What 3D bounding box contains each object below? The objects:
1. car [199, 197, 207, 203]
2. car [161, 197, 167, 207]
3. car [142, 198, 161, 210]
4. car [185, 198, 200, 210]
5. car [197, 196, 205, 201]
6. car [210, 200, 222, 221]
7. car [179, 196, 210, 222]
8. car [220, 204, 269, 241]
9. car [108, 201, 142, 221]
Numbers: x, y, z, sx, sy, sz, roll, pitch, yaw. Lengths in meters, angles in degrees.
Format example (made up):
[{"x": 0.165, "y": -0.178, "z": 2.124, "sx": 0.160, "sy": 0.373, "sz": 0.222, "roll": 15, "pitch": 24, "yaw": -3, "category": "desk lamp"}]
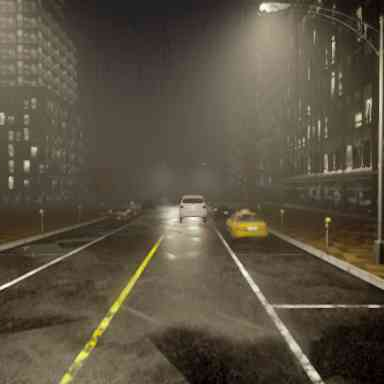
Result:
[{"x": 2.615, "y": 1.872, "z": 78.652, "sx": 1.802, "sy": 1.307, "sz": 4.206, "roll": -1, "pitch": 0, "yaw": 0, "category": "car"}, {"x": -5.747, "y": 1.781, "z": 56.145, "sx": 1.802, "sy": 1.307, "sz": 4.206, "roll": -1, "pitch": 0, "yaw": 0, "category": "car"}, {"x": -5.738, "y": 1.700, "z": 44.895, "sx": 1.887, "sy": 1.381, "sz": 4.507, "roll": -1, "pitch": 0, "yaw": 0, "category": "car"}, {"x": 0.063, "y": 1.637, "z": 46.109, "sx": 1.882, "sy": 1.535, "sz": 5.008, "roll": 0, "pitch": 0, "yaw": 0, "category": "car"}, {"x": 2.600, "y": 1.913, "z": 95.527, "sx": 2.008, "sy": 1.369, "sz": 4.403, "roll": -1, "pitch": 0, "yaw": 0, "category": "car"}, {"x": 2.656, "y": 1.659, "z": 28.027, "sx": 1.947, "sy": 1.339, "sz": 4.313, "roll": -1, "pitch": 0, "yaw": 0, "category": "car"}, {"x": 0.079, "y": 1.314, "z": 27.466, "sx": 2.150, "sy": 2.045, "sz": 5.566, "roll": 0, "pitch": 0, "yaw": 0, "category": "car"}, {"x": 2.665, "y": 1.581, "z": 16.949, "sx": 1.752, "sy": 1.417, "sz": 4.829, "roll": -1, "pitch": 0, "yaw": 0, "category": "car"}, {"x": -5.726, "y": 1.533, "z": 28.021, "sx": 1.967, "sy": 1.590, "sz": 4.097, "roll": -1, "pitch": 0, "yaw": 0, "category": "car"}]
